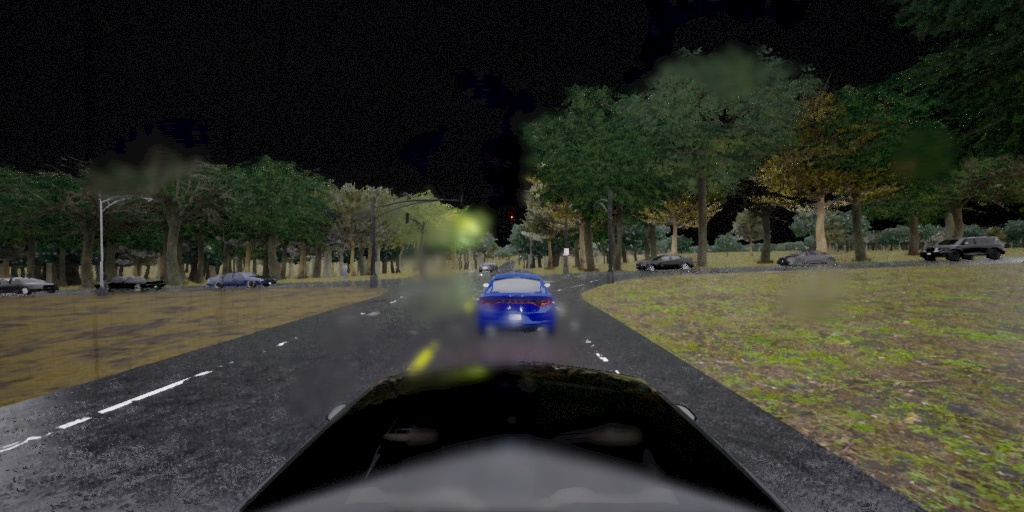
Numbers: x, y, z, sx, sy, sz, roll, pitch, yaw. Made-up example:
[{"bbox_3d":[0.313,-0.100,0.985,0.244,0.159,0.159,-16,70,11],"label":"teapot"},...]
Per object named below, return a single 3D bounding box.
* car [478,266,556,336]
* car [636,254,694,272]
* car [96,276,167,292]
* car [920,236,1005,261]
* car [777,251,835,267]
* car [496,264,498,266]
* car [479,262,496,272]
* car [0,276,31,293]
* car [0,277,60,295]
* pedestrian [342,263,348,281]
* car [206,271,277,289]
[{"bbox_3d":[0.140,1.232,10.444,1.882,1.535,5.008,0,0,1],"label":"car"},{"bbox_3d":[13.908,0.643,32.817,5.008,1.535,1.882,-2,-1,-1],"label":"car"},{"bbox_3d":[-33.348,2.438,31.511,4.718,1.301,1.895,-2,-1,3],"label":"car"},{"bbox_3d":[40.065,-0.629,31.971,5.566,2.045,2.150,-2,-1,2],"label":"car"},{"bbox_3d":[26.600,0.230,32.552,4.181,1.385,1.994,-2,-1,2],"label":"car"},{"bbox_3d":[-3.994,1.844,62.948,2.128,1.511,4.902,0,-1,0],"label":"car"},{"bbox_3d":[-3.867,1.677,53.561,2.128,1.511,4.902,0,-1,-1],"label":"car"},{"bbox_3d":[-52.066,2.949,36.085,5.008,1.535,1.882,-2,-1,3],"label":"car"},{"bbox_3d":[-43.512,2.673,31.996,4.892,1.490,1.837,-2,-1,3],"label":"car"},{"bbox_3d":[-17.861,1.680,38.404,0.375,1.860,0.375,0,1,3],"label":"pedestrian"},{"bbox_3d":[-23.426,2.047,31.078,5.357,1.411,2.033,-2,-1,6],"label":"car"}]
